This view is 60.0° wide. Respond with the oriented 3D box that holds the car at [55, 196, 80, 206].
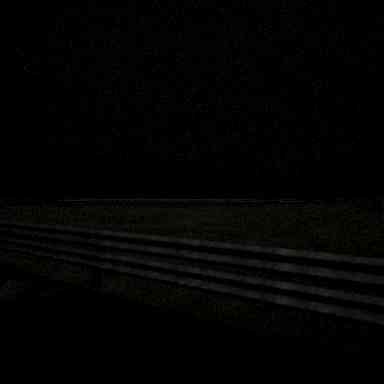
[{"bbox_3d":[-23.018,1.616,61.746,4.553,1.767,2.097,0,0,1],"label":"car"}]
